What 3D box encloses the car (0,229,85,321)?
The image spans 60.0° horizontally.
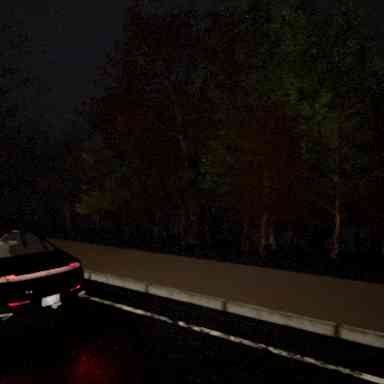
[{"bbox_3d":[-4.218,1.506,6.691,4.902,1.511,2.128,0,0,35],"label":"car"}]
